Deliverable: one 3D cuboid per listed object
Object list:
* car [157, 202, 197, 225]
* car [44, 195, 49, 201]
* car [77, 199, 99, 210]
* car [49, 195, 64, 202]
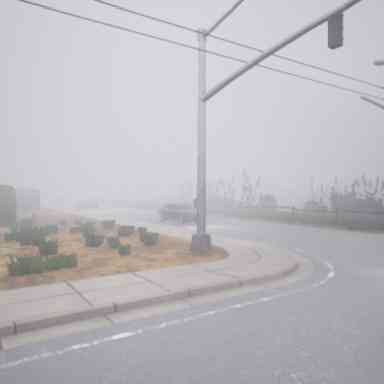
[{"bbox_3d":[-0.846,1.551,24.468,1.837,1.490,4.892,0,0,-33],"label":"car"},{"bbox_3d":[-36.979,1.461,86.404,2.033,1.411,5.357,0,0,-37],"label":"car"},{"bbox_3d":[-13.963,1.652,44.624,1.895,1.301,4.718,0,0,-33],"label":"car"},{"bbox_3d":[-31.378,1.434,77.825,2.097,1.767,4.553,0,0,-33],"label":"car"}]
